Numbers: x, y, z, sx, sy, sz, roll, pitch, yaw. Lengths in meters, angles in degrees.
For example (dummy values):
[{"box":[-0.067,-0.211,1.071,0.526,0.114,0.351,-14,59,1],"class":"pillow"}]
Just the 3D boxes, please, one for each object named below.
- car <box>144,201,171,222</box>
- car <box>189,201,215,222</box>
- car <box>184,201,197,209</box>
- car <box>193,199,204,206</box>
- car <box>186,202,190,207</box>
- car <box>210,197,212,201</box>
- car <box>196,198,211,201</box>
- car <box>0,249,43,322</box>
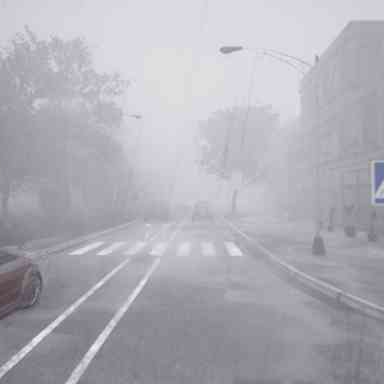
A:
[{"box":[-3.332,1.908,33.372,2.150,2.045,5.566,0,-2,2],"class":"car"},{"box":[1.057,2.041,33.265,2.097,1.767,4.553,0,-1,1],"class":"car"},{"box":[-0.210,2.919,76.460,2.097,1.535,5.008,1,2,11],"class":"car"},{"box":[1.744,2.761,86.811,2.002,1.452,4.674,-1,1,13],"class":"car"},{"box":[-0.852,3.100,70.352,2.002,1.452,4.674,-2,1,5],"class":"car"},{"box":[3.200,2.588,92.870,2.097,1.535,5.008,-1,2,15],"class":"car"},{"box":[1.549,2.400,52.754,2.150,2.045,5.566,0,-1,2],"class":"car"},{"box":[-4.091,1.580,5.154,1.994,1.385,4.181,0,-1,2],"class":"car"}]
